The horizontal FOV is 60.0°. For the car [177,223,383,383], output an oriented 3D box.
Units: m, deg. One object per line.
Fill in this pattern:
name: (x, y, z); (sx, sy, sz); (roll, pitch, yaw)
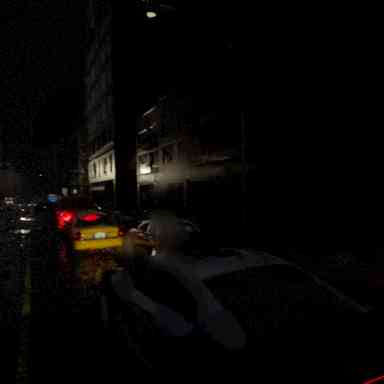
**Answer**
car: (1.503, 1.475, 5.859); (1.887, 1.381, 4.507); (-1, 0, -26)

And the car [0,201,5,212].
car: (-22.383, 1.721, 37.044); (1.752, 1.417, 4.829); (-1, 0, -26)

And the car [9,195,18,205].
car: (-36.575, 1.838, 66.581); (2.008, 1.369, 4.403); (-1, 0, -26)

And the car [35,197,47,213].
car: (-17.144, 1.652, 38.631); (1.994, 1.385, 4.181); (-1, 0, -25)

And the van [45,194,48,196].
van: (-29.351, 1.472, 70.063); (1.690, 1.788, 3.998); (-1, 0, -26)

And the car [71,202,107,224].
car: (-8.058, 1.543, 25.757); (2.008, 1.369, 4.403); (-1, 0, -26)

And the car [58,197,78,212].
car: (-15.231, 1.480, 40.679); (1.967, 1.590, 4.097); (-1, 0, -26)

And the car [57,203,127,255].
car: (-4.206, 1.449, 13.514); (1.801, 1.575, 5.366); (-1, 0, -26)

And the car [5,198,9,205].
car: (-24.846, 1.763, 42.171); (2.008, 1.369, 4.403); (-1, 0, -26)

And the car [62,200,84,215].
car: (-12.838, 1.606, 35.706); (1.802, 1.307, 4.206); (-1, 0, -26)

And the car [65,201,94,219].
car: (-10.448, 1.559, 30.731); (2.008, 1.369, 4.403); (-1, 0, -26)

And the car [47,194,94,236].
car: (-6.723, 1.233, 18.781); (2.150, 2.045, 5.566); (-1, 0, -26)

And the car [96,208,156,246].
car: (-3.277, 1.543, 15.808); (1.802, 1.307, 4.206); (-1, 0, -26)

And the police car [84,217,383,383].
police car: (0.097, 1.391, 4.369); (1.930, 1.638, 5.238); (-1, 0, -27)

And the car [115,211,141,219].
car: (-0.887, 1.496, 10.833); (2.008, 1.369, 4.403); (-1, 0, -26)
